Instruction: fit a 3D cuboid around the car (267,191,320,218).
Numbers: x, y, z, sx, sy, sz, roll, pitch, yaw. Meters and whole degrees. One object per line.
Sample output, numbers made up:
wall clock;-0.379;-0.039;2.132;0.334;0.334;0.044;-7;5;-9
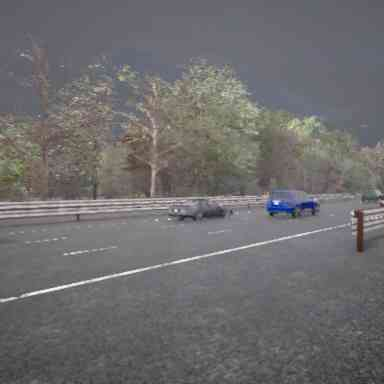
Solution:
car;8.021;0.906;26.172;2.150;2.045;5.566;0;1;44

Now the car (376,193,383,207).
car;21.242;1.134;34.980;1.812;1.442;4.674;0;1;44

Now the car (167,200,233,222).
car;0.682;1.253;23.546;2.033;1.411;5.357;0;1;44

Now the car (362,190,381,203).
car;29.030;0.668;53.305;2.150;2.045;5.566;0;1;44
